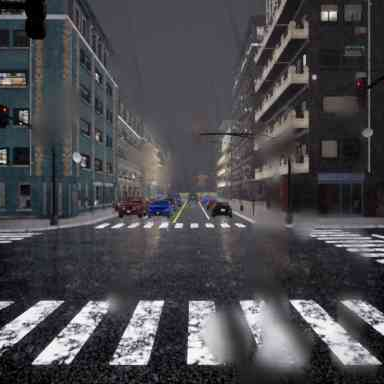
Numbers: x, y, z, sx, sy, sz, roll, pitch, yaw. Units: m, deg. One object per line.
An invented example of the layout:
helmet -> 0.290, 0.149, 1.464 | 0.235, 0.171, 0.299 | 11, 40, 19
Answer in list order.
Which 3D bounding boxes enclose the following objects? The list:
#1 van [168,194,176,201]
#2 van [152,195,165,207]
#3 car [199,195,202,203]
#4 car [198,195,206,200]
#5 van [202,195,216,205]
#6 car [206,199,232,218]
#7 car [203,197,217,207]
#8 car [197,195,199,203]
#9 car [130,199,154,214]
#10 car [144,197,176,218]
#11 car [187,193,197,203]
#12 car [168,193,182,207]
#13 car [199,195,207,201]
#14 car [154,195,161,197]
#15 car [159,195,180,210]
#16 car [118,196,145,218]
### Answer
van -> -5.183, 1.300, 85.708 | 1.690, 1.788, 3.998 | 0, 0, 0
van -> -5.234, 1.326, 52.396 | 1.690, 1.788, 3.998 | 0, 0, 0
car -> 2.655, 1.421, 57.937 | 1.967, 1.590, 4.097 | 0, 0, 0
car -> 2.705, 1.498, 91.249 | 1.887, 1.381, 4.507 | 0, 0, 0
van -> 2.638, 1.329, 46.833 | 1.690, 1.788, 3.998 | 0, 0, 0
car -> 2.612, 1.562, 30.177 | 1.947, 1.339, 4.313 | 0, 0, 0
car -> 2.629, 1.573, 41.281 | 1.802, 1.307, 4.206 | 0, 0, 0
car -> 2.672, 1.525, 69.041 | 2.008, 1.369, 4.403 | 0, 0, 0
car -> -5.260, 1.538, 35.740 | 1.887, 1.381, 4.507 | 0, 0, 0
car -> -2.806, 1.473, 30.127 | 1.882, 1.535, 5.008 | 0, 0, 0
car -> 0.204, 1.195, 69.961 | 2.150, 2.045, 5.566 | 0, 0, 0
car -> -2.760, 1.207, 51.083 | 2.150, 2.045, 5.566 | 0, 0, 1
car -> 2.697, 1.504, 85.697 | 1.887, 1.381, 4.507 | 0, 0, 0
car -> -5.242, 1.532, 46.845 | 1.887, 1.381, 4.507 | 0, 0, 0
car -> -2.785, 1.496, 40.497 | 1.837, 1.490, 4.892 | 0, 0, 0
car -> -5.268, 1.311, 30.188 | 2.192, 1.841, 5.009 | 0, 0, 0
